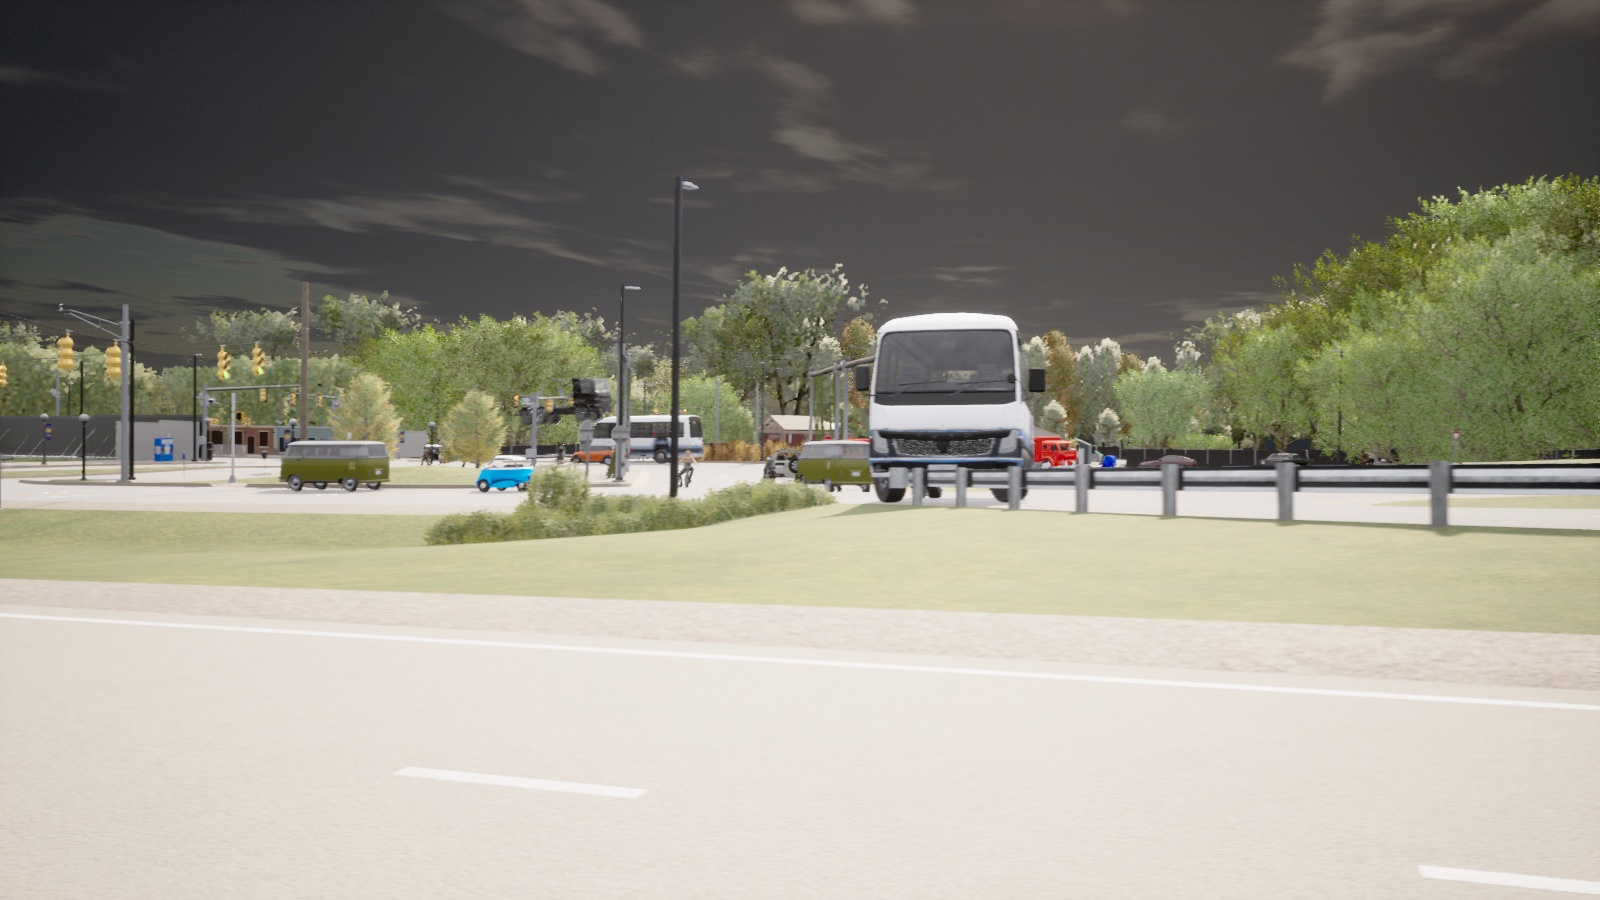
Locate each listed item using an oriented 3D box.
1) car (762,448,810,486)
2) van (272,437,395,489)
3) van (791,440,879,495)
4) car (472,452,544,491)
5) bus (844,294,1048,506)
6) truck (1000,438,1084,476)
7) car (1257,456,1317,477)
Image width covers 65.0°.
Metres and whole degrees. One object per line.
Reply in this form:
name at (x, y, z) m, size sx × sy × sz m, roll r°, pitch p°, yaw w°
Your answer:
car at (-0.780, 0.844, 64.516) m, size 1.932 × 1.855 × 4.605 m, roll 1°, pitch 0°, yaw -7°
van at (-18.518, 0.487, 49.887) m, size 4.442 × 1.987 × 1.775 m, roll 0°, pitch 1°, yaw 18°
van at (1.290, 0.649, 48.119) m, size 1.775 × 1.987 × 4.442 m, roll 1°, pitch -1°, yaw -21°
car at (-11.015, 0.801, 47.415) m, size 2.207 × 1.376 × 1.481 m, roll 0°, pitch 1°, yaw 19°
bus at (3.940, -0.866, 30.566) m, size 3.944 × 4.253 × 10.273 m, roll 0°, pitch -2°, yaw 12°
truck at (16.246, 0.444, 84.447) m, size 2.627 × 2.467 × 5.204 m, roll -1°, pitch 1°, yaw -35°
car at (33.216, 1.118, 85.649) m, size 4.718 × 1.301 × 1.895 m, roll 0°, pitch 1°, yaw -43°
